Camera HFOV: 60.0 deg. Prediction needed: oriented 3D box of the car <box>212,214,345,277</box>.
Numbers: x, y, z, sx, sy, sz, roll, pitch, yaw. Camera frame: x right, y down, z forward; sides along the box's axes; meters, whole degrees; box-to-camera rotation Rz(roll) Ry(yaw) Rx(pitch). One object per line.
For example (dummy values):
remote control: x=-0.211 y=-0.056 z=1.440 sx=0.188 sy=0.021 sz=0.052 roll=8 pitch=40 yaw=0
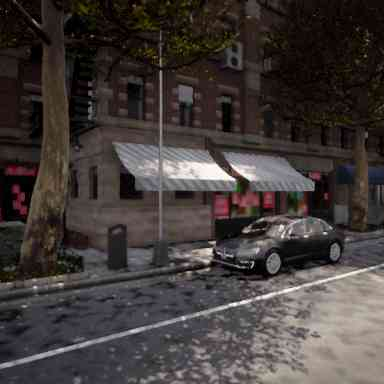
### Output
car: x=2.833 y=1.478 z=10.355 sx=4.892 sy=1.521 sz=2.231 roll=0 pitch=0 yaw=-36
